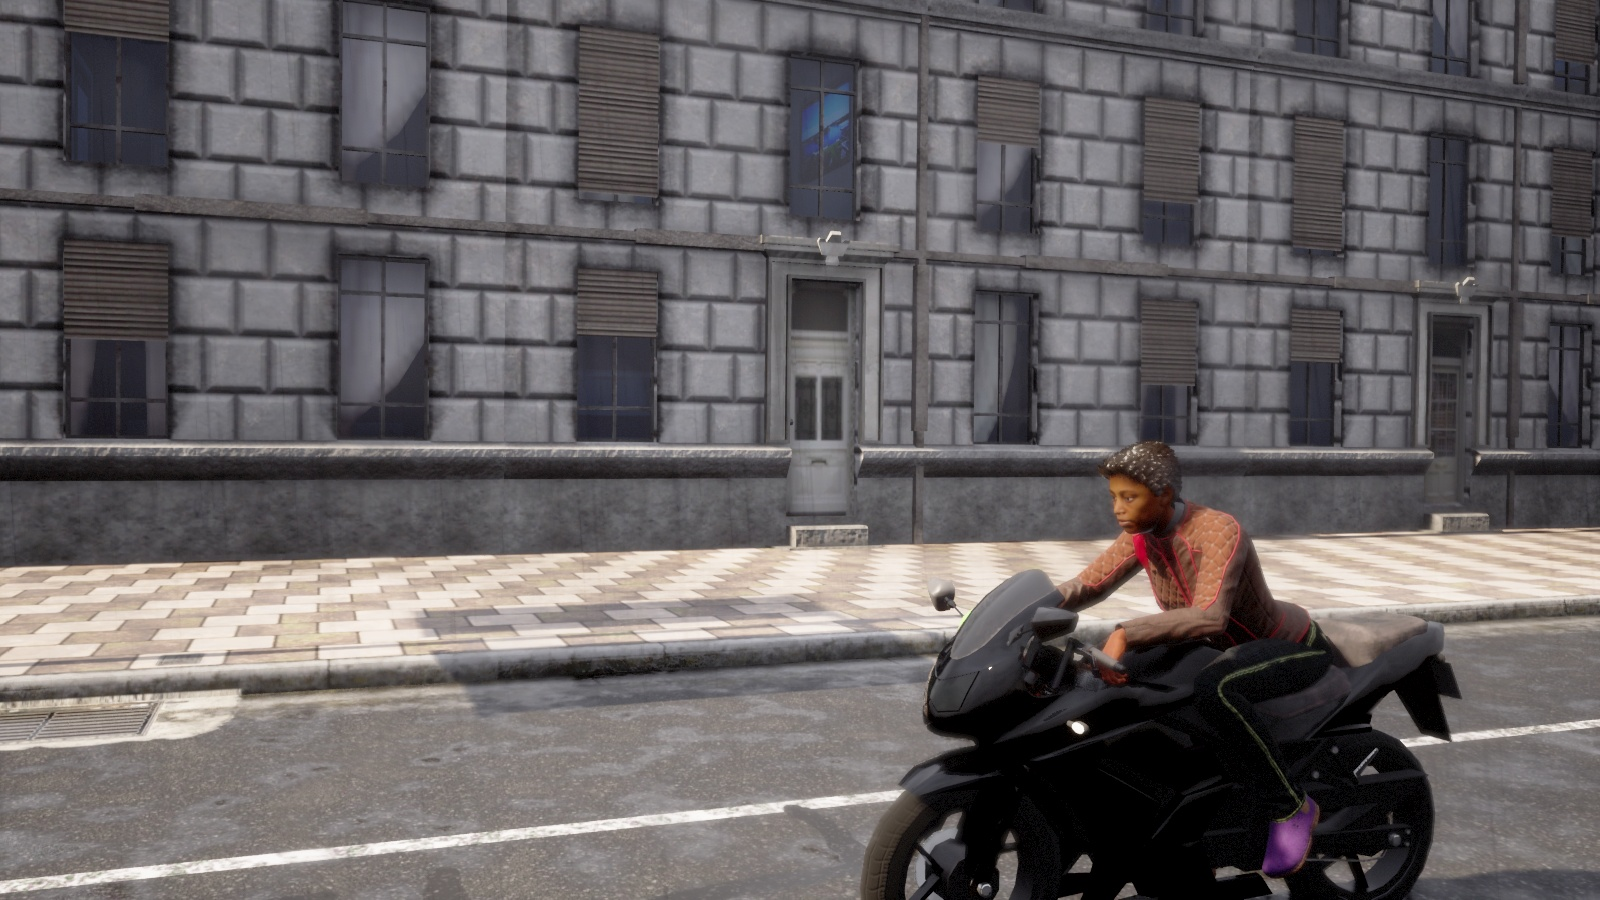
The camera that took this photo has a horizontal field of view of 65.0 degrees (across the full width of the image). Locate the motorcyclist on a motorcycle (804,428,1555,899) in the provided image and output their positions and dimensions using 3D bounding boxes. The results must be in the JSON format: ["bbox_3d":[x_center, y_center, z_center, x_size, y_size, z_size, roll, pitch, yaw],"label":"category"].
[{"bbox_3d":[1.116,0.708,3.691,2.044,1.523,0.797,-1,1,-21],"label":"motorcyclist on a motorcycle"}]
